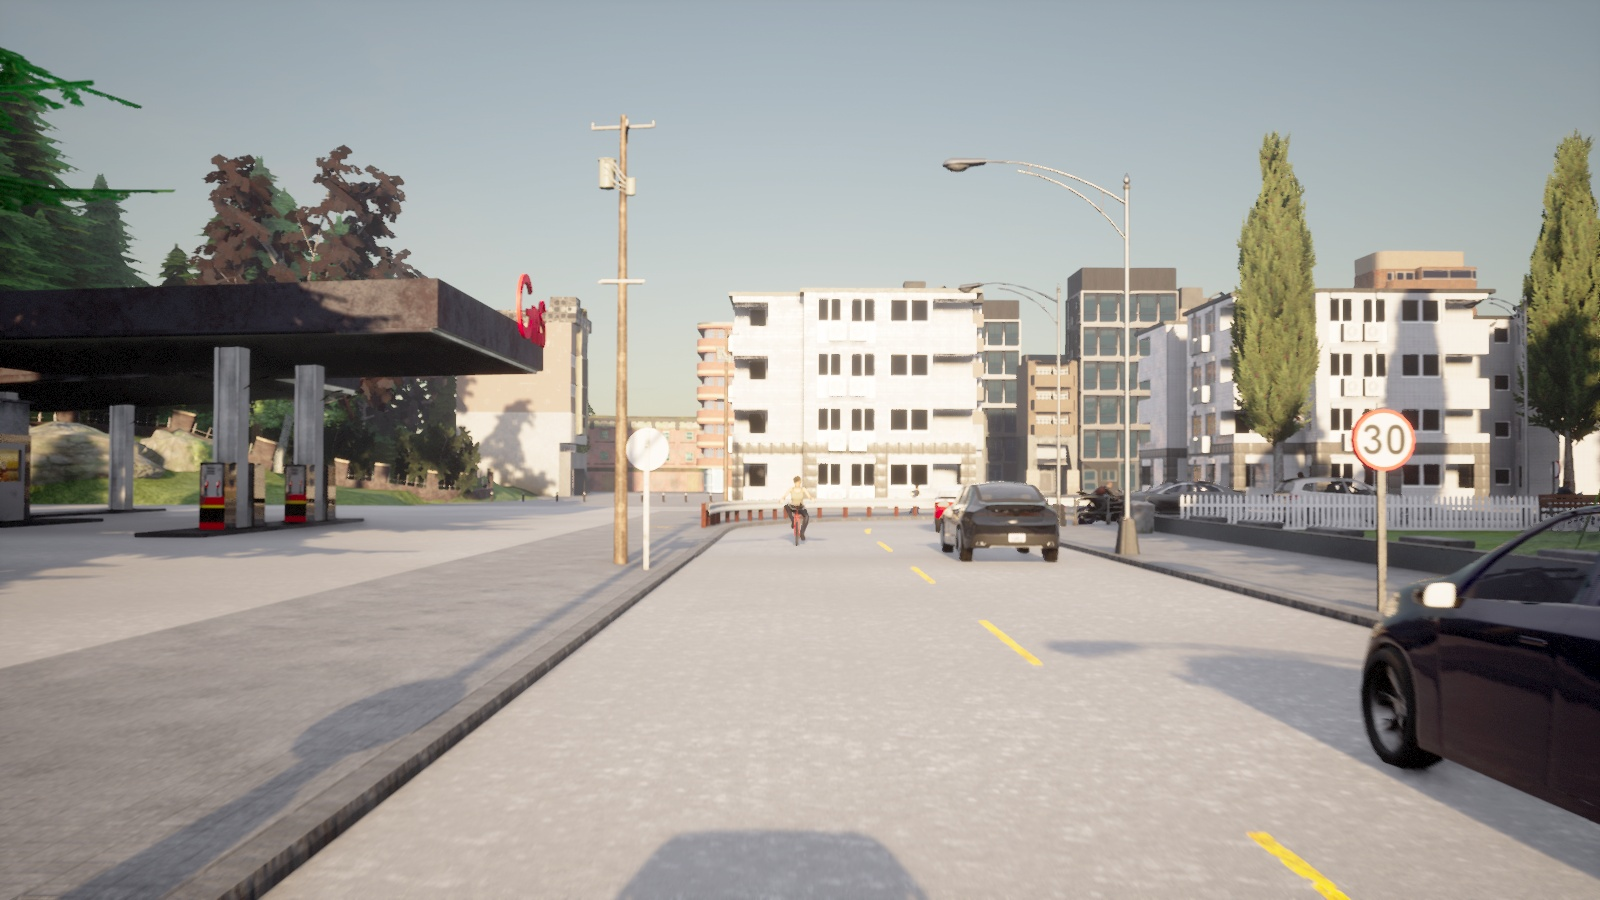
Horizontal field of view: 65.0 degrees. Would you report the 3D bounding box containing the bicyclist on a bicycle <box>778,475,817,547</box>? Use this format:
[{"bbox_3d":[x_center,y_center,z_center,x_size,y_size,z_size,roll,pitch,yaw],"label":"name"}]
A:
[{"bbox_3d":[-0.058,1.389,29.033,0.866,1.612,1.509,0,-1,0],"label":"bicyclist on a bicycle"}]

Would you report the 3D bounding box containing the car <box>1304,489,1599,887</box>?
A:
[{"bbox_3d":[3.985,0.945,5.782,1.845,1.501,3.633,0,-1,0],"label":"car"}]

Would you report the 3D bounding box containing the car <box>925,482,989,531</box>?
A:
[{"bbox_3d":[4.705,1.673,37.505,1.481,1.376,2.207,-1,-1,18],"label":"car"}]

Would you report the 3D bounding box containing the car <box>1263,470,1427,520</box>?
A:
[{"bbox_3d":[18.637,1.527,43.104,4.611,1.667,2.242,0,-1,0],"label":"car"}]

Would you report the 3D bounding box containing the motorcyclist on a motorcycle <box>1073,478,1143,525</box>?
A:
[{"bbox_3d":[10.479,1.743,42.755,2.191,1.530,0.866,0,-1,-15],"label":"motorcyclist on a motorcycle"}]

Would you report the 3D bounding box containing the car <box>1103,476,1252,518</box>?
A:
[{"bbox_3d":[14.084,1.742,47.053,4.902,1.511,2.128,0,-1,0],"label":"car"}]

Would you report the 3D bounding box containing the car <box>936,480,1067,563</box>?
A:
[{"bbox_3d":[3.935,1.360,25.294,1.837,1.490,4.892,0,-1,0],"label":"car"}]
